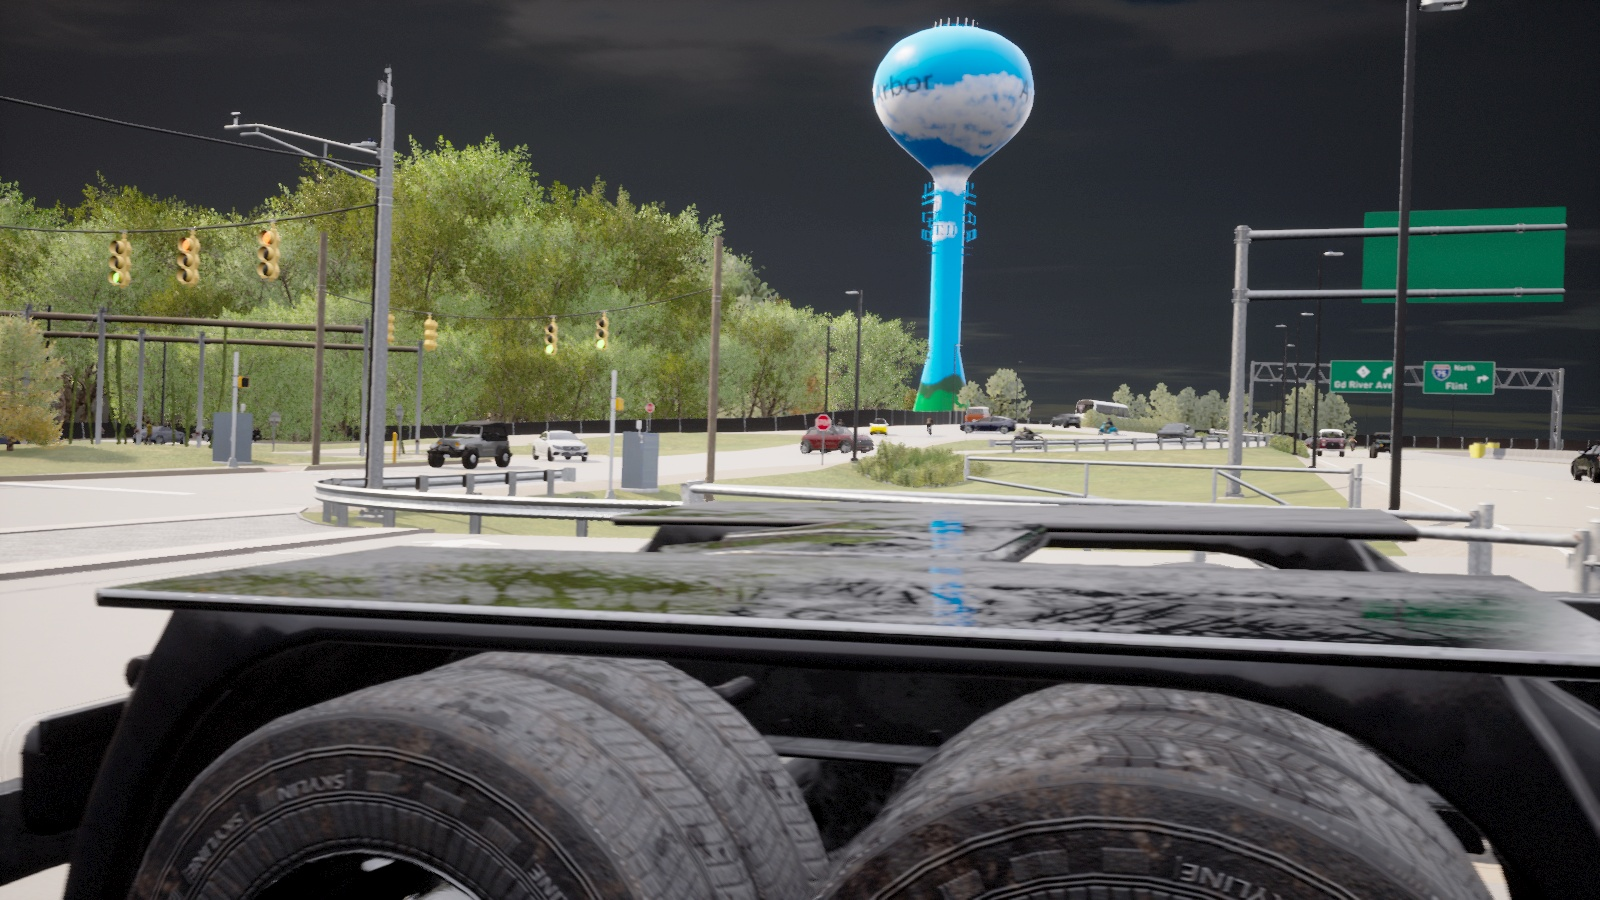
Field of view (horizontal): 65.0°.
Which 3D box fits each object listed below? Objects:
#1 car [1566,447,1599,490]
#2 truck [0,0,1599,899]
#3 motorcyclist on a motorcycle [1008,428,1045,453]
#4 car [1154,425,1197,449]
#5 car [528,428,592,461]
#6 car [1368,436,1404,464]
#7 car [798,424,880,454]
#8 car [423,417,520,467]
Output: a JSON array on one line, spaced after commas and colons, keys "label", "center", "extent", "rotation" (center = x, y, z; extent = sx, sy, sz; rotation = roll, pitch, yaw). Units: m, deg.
[{"label": "car", "center": [29.504, 0.683, 45.787], "extent": [1.816, 1.474, 4.193], "rotation": [2, 1, 20]}, {"label": "truck", "center": [2.395, -0.181, 2.428], "extent": [7.936, 3.462, 2.891], "rotation": [0, 1, 19]}, {"label": "motorcyclist on a motorcycle", "center": [14.153, -0.594, 78.456], "extent": [2.191, 1.530, 0.866], "rotation": [0, 1, -21]}, {"label": "car", "center": [26.164, -0.952, 87.416], "extent": [1.882, 1.535, 5.008], "rotation": [2, 3, 28]}, {"label": "car", "center": [-11.570, -0.295, 60.320], "extent": [1.812, 1.442, 4.674], "rotation": [1, 1, -26]}, {"label": "car", "center": [41.884, -0.003, 89.859], "extent": [1.905, 1.878, 3.866], "rotation": [3, 1, 20]}, {"label": "car", "center": [2.293, -0.636, 74.588], "extent": [4.553, 1.767, 2.097], "rotation": [0, 0, 39]}, {"label": "car", "center": [-13.231, -0.338, 50.725], "extent": [1.905, 1.878, 3.866], "rotation": [2, 2, 19]}]
